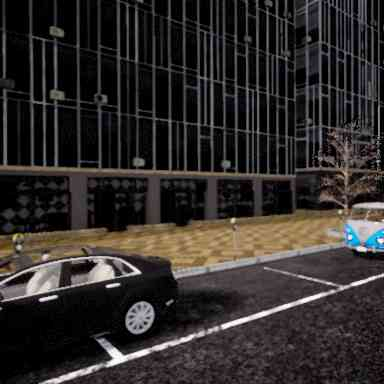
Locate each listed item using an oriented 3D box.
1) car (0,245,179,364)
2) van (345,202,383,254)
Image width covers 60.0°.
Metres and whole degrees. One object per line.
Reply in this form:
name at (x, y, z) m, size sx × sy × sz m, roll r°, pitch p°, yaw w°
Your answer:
car at (-2.265, 1.546, 4.943) m, size 4.403 × 1.369 × 2.008 m, roll -1°, pitch 0°, yaw -36°
van at (6.980, 1.238, 11.585) m, size 3.998 × 1.788 × 1.690 m, roll -1°, pitch 0°, yaw -36°
